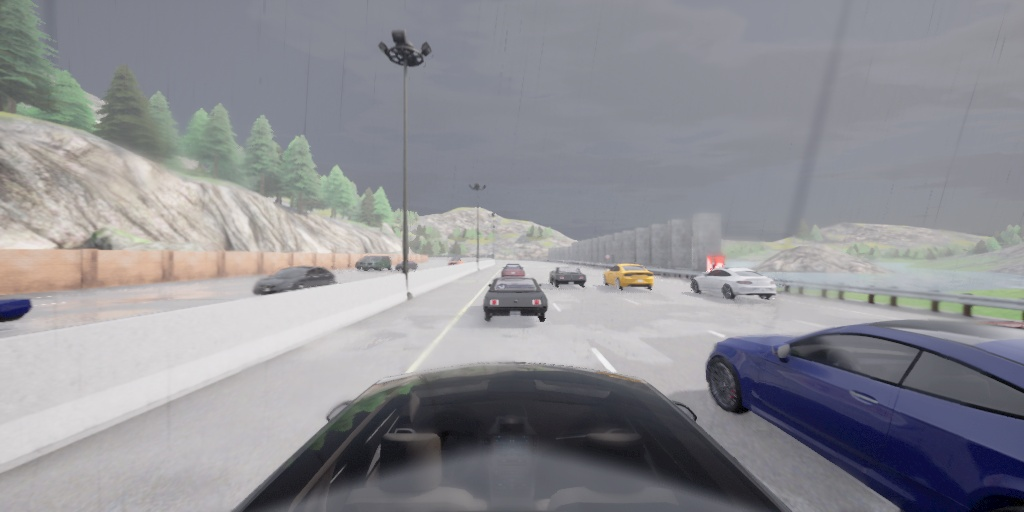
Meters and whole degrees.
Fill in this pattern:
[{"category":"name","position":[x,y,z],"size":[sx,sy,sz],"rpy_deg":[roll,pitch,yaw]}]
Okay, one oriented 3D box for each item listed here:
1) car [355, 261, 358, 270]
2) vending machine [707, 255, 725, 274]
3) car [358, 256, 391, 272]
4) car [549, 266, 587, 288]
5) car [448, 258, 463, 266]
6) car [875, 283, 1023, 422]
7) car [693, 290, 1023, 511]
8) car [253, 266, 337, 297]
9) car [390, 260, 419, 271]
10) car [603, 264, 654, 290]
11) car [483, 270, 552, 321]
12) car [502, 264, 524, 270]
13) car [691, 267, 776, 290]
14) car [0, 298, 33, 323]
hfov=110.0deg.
[{"category":"car","position":[-20.898,0.971,52.819],"size":[2.150,2.045,5.566],"rpy_deg":[0,0,2]},{"category":"vending machine","position":[15.492,0.945,27.261],"size":[1.100,2.100,0.880],"rpy_deg":[0,0,0]},{"category":"car","position":[-17.519,0.977,46.902],"size":[2.150,2.045,5.566],"rpy_deg":[0,0,1]},{"category":"car","position":[3.595,1.351,23.950],"size":[1.895,1.301,4.718],"rpy_deg":[0,0,0]},{"category":"car","position":[-10.101,1.104,64.319],"size":[2.097,1.767,4.553],"rpy_deg":[0,0,2]},{"category":"car","position":[7.099,1.227,3.571],"size":[1.882,1.535,5.008],"rpy_deg":[0,0,0]},{"category":"car","position":[3.600,1.276,3.059],"size":[1.812,1.442,4.674],"rpy_deg":[0,0,0]},{"category":"car","position":[-10.606,1.258,17.946],"size":[1.837,1.490,4.892],"rpy_deg":[0,-1,0]},{"category":"car","position":[-14.009,1.299,48.016],"size":[2.033,1.411,5.357],"rpy_deg":[0,0,1]},{"category":"car","position":[7.095,1.228,22.303],"size":[1.882,1.535,5.008],"rpy_deg":[0,0,0]},{"category":"car","position":[0.098,1.351,12.422],"size":[1.895,1.301,4.718],"rpy_deg":[0,0,0]},{"category":"car","position":[0.091,1.315,30.320],"size":[1.994,1.385,4.181],"rpy_deg":[0,0,0]},{"category":"car","position":[10.596,1.276,17.449],"size":[1.812,1.442,4.674],"rpy_deg":[0,0,0]},{"category":"car","position":[-14.102,1.352,7.559],"size":[1.895,1.301,4.718],"rpy_deg":[0,0,0]}]
